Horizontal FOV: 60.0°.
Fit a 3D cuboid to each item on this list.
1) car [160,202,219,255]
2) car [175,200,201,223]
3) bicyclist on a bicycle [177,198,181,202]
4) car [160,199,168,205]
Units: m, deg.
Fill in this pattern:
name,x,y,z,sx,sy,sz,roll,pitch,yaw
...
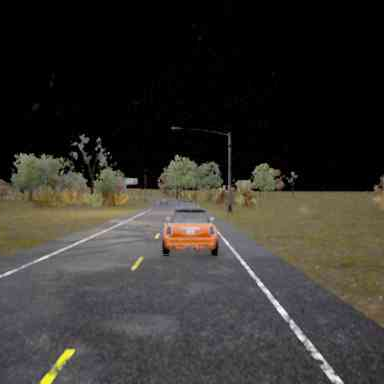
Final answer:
name,x,y,z,sx,sy,sz,roll,pitch,yaw
car,-0.081,1.480,14.119,2.097,1.767,4.553,0,-1,-1
car,-0.393,1.615,29.156,2.097,1.767,4.553,0,-1,-2
bicyclist on a bicycle,-3.392,2.253,93.996,0.866,1.612,1.509,0,0,-5
car,-6.016,2.173,71.588,2.033,1.411,5.357,0,0,-4
